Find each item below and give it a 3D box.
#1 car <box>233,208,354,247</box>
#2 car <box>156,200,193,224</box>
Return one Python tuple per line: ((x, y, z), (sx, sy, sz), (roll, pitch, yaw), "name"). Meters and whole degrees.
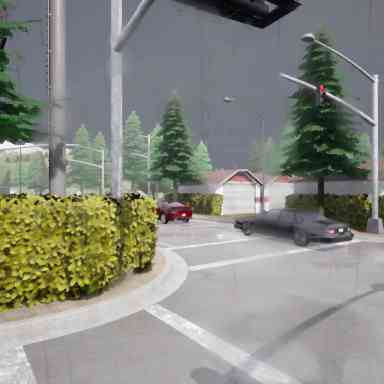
((4.253, 1.422, 14.783), (2.033, 1.411, 5.357), (0, 2, -35), "car")
((-1.943, 1.305, 23.378), (1.882, 1.535, 5.008), (-1, 1, -35), "car")
